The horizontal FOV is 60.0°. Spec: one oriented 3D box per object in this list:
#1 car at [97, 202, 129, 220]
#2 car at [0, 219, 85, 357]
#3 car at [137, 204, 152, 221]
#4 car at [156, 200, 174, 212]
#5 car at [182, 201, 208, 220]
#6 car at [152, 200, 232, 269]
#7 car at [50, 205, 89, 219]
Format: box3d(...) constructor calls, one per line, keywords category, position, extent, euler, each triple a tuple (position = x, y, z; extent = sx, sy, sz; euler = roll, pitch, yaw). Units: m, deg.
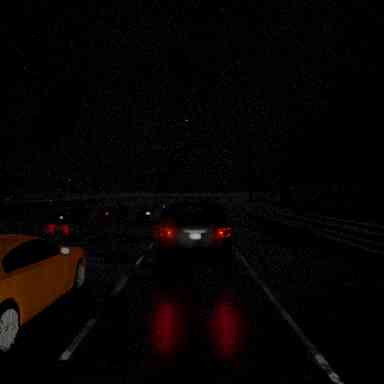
box3d(category="car", position=(-6.929, 1.636, 29.596), extent=(1.882, 1.535, 5.008), euler=(0, 0, 0))
box3d(category="car", position=(-3.507, 1.511, 6.085), extent=(1.882, 1.535, 5.008), euler=(0, 0, 0))
box3d(category="car", position=(-3.529, 1.718, 28.727), extent=(1.994, 1.385, 4.181), euler=(0, 0, 0))
box3d(category="car", position=(-3.545, 1.801, 43.940), extent=(1.994, 1.385, 4.181), euler=(0, 0, 0))
box3d(category="car", position=(0.381, 1.654, 30.896), extent=(2.128, 1.511, 4.902), euler=(0, 0, 3))
box3d(category="car", position=(0.087, 1.284, 11.534), extent=(2.150, 2.045, 5.566), euler=(0, 0, 0))
box3d(category="car", position=(-10.430, 1.755, 28.745), extent=(1.895, 1.301, 4.718), euler=(0, 0, 0))
